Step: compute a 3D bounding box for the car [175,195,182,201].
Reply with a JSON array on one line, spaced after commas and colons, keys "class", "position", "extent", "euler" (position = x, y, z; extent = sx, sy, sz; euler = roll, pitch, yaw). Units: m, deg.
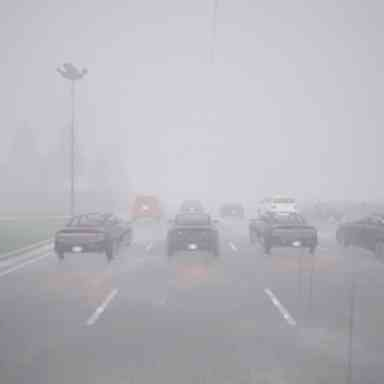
[{"class": "car", "position": [-3.738, 1.739, 92.466], "extent": [1.882, 1.535, 5.008], "euler": [0, 0, 0]}]

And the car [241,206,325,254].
[{"class": "car", "position": [3.539, 1.531, 13.639], "extent": [2.128, 1.511, 4.902], "euler": [0, 0, 0]}]

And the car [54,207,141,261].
[{"class": "car", "position": [-3.464, 1.529, 12.500], "extent": [2.128, 1.511, 4.902], "euler": [0, 0, 0]}]

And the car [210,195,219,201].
[{"class": "car", "position": [6.760, 1.813, 93.293], "extent": [1.994, 1.385, 4.181], "euler": [0, 0, 0]}]

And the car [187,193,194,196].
[{"class": "car", "position": [-0.238, 1.471, 92.506], "extent": [2.150, 2.045, 5.566], "euler": [0, 0, 0]}]

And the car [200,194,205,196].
[{"class": "car", "position": [3.261, 1.784, 92.867], "extent": [2.128, 1.511, 4.902], "euler": [0, 0, 0]}]

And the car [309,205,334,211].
[{"class": "car", "position": [10.494, 1.677, 27.230], "extent": [1.895, 1.301, 4.718], "euler": [0, 0, 0]}]

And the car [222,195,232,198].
[{"class": "car", "position": [10.261, 1.758, 92.919], "extent": [1.837, 1.490, 4.892], "euler": [0, 0, 0]}]

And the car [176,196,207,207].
[{"class": "car", "position": [-0.005, 1.433, 28.339], "extent": [2.097, 1.767, 4.553], "euler": [0, 0, 0]}]

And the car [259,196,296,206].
[{"class": "car", "position": [6.996, 1.302, 27.578], "extent": [2.150, 2.045, 5.566], "euler": [0, 0, 0]}]

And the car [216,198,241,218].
[{"class": "car", "position": [3.500, 1.564, 30.190], "extent": [1.882, 1.535, 5.008], "euler": [0, 0, 0]}]

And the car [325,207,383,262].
[{"class": "car", "position": [7.034, 1.526, 12.195], "extent": [2.128, 1.511, 4.902], "euler": [0, 0, 0]}]

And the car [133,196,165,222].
[{"class": "car", "position": [-3.505, 1.305, 27.565], "extent": [2.150, 2.045, 5.566], "euler": [0, 0, 0]}]

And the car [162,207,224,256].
[{"class": "car", "position": [0.039, 1.543, 13.314], "extent": [1.837, 1.490, 4.892], "euler": [0, 0, 0]}]
